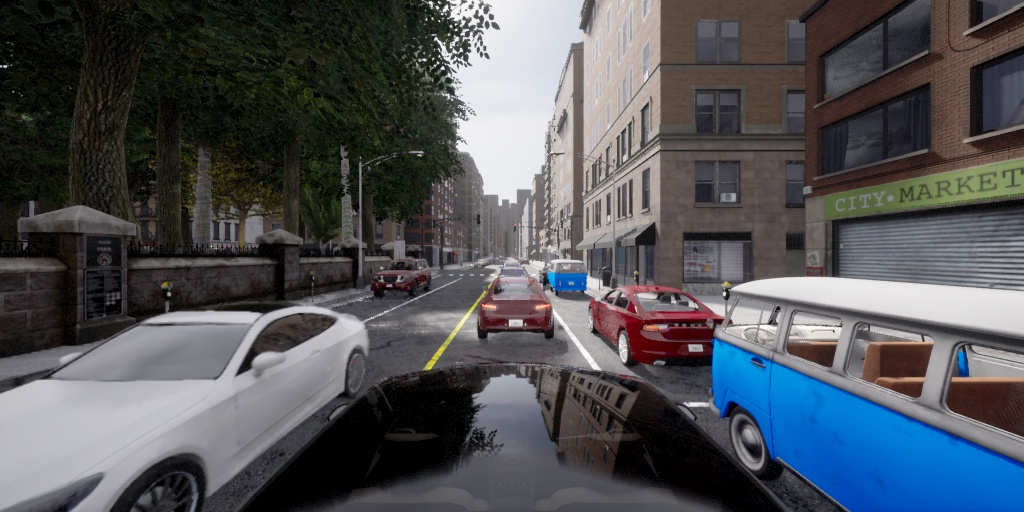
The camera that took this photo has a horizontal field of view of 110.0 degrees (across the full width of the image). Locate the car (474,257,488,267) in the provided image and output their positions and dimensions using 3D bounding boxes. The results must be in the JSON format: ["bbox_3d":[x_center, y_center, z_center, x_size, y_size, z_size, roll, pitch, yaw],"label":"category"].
[{"bbox_3d":[-5.651,1.230,62.606,1.751,1.417,4.829,0,0,0],"label":"car"}]

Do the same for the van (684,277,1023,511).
[{"bbox_3d":[2.857,1.091,2.143,1.690,1.789,3.998,0,0,0],"label":"van"}]

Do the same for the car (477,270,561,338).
[{"bbox_3d":[0.097,1.275,10.006,1.812,1.442,4.674,0,0,0],"label":"car"}]

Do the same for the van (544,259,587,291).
[{"bbox_3d":[2.861,1.086,19.125,1.690,1.789,3.998,0,0,0],"label":"van"}]

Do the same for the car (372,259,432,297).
[{"bbox_3d":[-5.663,1.060,19.087,2.192,1.841,5.009,0,0,0],"label":"car"}]

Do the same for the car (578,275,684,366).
[{"bbox_3d":[2.858,1.294,7.804,1.888,1.381,4.507,0,0,0],"label":"car"}]

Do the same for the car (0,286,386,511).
[{"bbox_3d":[-3.100,1.276,3.802,1.812,1.442,4.674,0,0,0],"label":"car"}]

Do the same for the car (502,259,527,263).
[{"bbox_3d":[0.011,1.243,29.329,1.837,1.490,4.892,0,0,0],"label":"car"}]

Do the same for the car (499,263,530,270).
[{"bbox_3d":[0.102,1.292,19.585,2.033,1.411,5.357,0,0,1],"label":"car"}]
